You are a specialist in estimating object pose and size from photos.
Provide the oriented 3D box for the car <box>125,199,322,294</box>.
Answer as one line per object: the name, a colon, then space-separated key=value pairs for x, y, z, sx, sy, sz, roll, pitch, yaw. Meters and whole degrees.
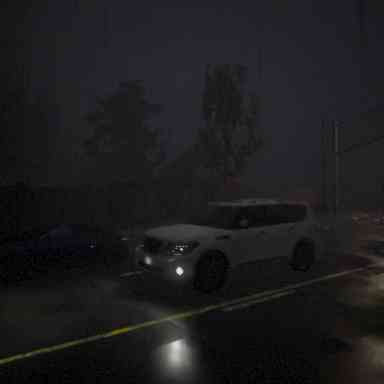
car: x=1.261 y=1.225 z=9.188 sx=5.566 sy=2.045 sz=2.150 roll=0 pitch=0 yaw=-35

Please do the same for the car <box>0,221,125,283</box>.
car: x=-3.967 y=1.568 z=9.760 sx=4.181 sy=1.385 sz=1.994 roll=0 pitch=0 yaw=-35
